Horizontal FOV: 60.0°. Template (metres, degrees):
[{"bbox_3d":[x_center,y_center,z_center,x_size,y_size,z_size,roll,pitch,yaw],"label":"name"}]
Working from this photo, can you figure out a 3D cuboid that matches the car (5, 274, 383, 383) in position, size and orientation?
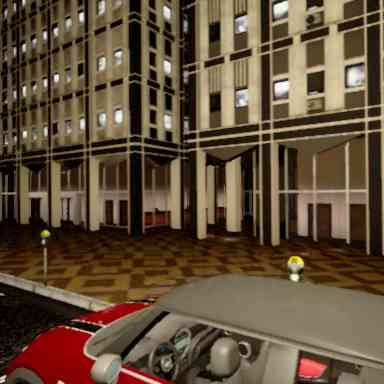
[{"bbox_3d":[0.237,1.449,2.709,4.097,1.590,1.967,0,0,35],"label":"car"}]
